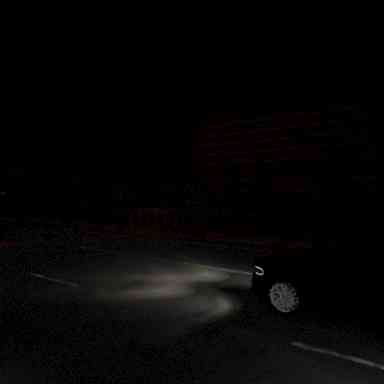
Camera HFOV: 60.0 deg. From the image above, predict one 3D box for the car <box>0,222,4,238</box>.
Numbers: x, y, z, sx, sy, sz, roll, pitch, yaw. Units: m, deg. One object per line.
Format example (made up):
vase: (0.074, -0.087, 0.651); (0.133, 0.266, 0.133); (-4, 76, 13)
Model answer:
car: (-10.997, 1.583, 16.143); (4.181, 1.385, 1.994); (0, 0, 36)

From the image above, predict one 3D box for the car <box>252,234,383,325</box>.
car: (3.500, 1.478, 5.797); (5.008, 1.535, 1.882); (0, 0, 35)
